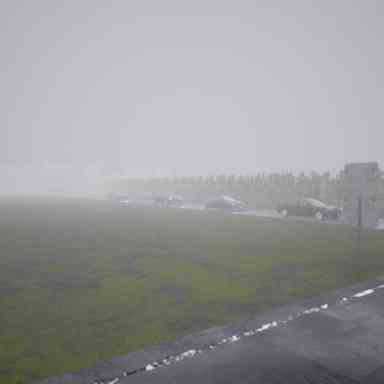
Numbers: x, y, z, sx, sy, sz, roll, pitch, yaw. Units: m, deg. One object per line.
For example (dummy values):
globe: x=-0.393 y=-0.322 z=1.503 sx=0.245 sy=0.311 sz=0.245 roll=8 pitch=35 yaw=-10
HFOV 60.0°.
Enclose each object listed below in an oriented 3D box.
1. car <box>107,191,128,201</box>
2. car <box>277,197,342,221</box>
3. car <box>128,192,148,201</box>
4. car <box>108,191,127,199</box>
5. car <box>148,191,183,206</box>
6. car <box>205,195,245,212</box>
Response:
car: x=-12.121 y=0.646 z=53.930 sx=2.033 sy=1.411 sz=5.357 roll=1 pitch=1 yaw=-36
car: x=8.654 y=1.202 z=24.862 sx=1.882 sy=1.535 sz=5.008 roll=1 pitch=1 yaw=-34
car: x=-7.594 y=0.679 z=52.448 sx=2.128 sy=1.511 sz=4.902 roll=1 pitch=1 yaw=-35
car: x=-13.635 y=0.574 z=60.748 sx=1.994 sy=1.385 sz=4.181 roll=1 pitch=1 yaw=-36
car: x=-3.046 y=0.721 z=41.191 sx=2.097 sy=1.767 sz=4.553 roll=1 pitch=1 yaw=-36
car: x=3.151 y=1.082 z=32.580 sx=1.812 sy=1.442 sz=4.674 roll=1 pitch=1 yaw=-36
